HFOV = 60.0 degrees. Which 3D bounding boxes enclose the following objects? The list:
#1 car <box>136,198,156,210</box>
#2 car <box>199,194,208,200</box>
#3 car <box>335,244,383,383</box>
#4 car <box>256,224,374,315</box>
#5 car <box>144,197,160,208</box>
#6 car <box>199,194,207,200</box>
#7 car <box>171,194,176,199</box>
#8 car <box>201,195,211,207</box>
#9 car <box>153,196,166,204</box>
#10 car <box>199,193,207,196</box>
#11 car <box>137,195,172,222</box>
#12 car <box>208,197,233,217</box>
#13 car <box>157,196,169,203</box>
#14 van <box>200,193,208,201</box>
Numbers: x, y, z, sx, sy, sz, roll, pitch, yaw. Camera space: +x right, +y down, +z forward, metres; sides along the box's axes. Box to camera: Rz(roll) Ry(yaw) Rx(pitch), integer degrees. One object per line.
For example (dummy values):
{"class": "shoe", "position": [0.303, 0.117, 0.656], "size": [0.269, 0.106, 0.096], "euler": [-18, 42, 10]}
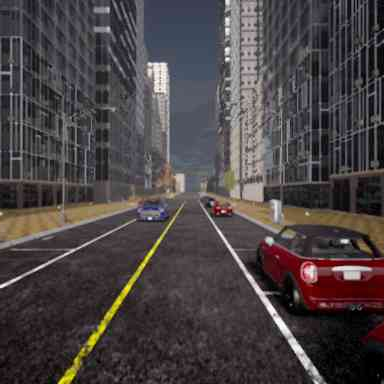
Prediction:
{"class": "car", "position": [-5.666, 1.448, 41.702], "size": [1.887, 1.381, 4.507], "euler": [0, 0, 0]}
{"class": "car", "position": [2.737, 1.210, 81.536], "size": [1.967, 1.590, 4.097], "euler": [0, 0, 0]}
{"class": "car", "position": [2.693, 1.436, 1.844], "size": [1.967, 1.590, 4.097], "euler": [0, 0, 0]}
{"class": "car", "position": [2.696, 1.426, 7.536], "size": [1.967, 1.590, 4.097], "euler": [0, 0, 0]}
{"class": "car", "position": [-5.663, 1.468, 47.396], "size": [1.802, 1.307, 4.206], "euler": [0, 0, 0]}
{"class": "car", "position": [2.724, 1.416, 58.768], "size": [1.947, 1.339, 4.313], "euler": [0, 0, 0]}
{"class": "car", "position": [-5.637, 1.250, 92.766], "size": [1.752, 1.417, 4.829], "euler": [0, 0, 0]}
{"class": "car", "position": [2.718, 1.452, 47.383], "size": [1.947, 1.339, 4.313], "euler": [0, 0, 0]}
{"class": "car", "position": [-5.656, 1.395, 58.780], "size": [1.887, 1.381, 4.507], "euler": [0, 0, 0]}
{"class": "car", "position": [2.731, 1.377, 70.152], "size": [1.947, 1.339, 4.313], "euler": [0, 0, 0]}
{"class": "car", "position": [-2.986, 1.299, 25.970], "size": [2.097, 1.767, 4.553], "euler": [0, 0, 0]}
{"class": "car", "position": [2.709, 1.480, 30.307], "size": [1.887, 1.381, 4.507], "euler": [0, 0, 0]}
{"class": "car", "position": [-5.653, 1.397, 64.473], "size": [1.947, 1.339, 4.313], "euler": [0, 0, 0]}
{"class": "van", "position": [2.734, 1.132, 75.845], "size": [1.690, 1.788, 3.998], "euler": [0, 0, 0]}
